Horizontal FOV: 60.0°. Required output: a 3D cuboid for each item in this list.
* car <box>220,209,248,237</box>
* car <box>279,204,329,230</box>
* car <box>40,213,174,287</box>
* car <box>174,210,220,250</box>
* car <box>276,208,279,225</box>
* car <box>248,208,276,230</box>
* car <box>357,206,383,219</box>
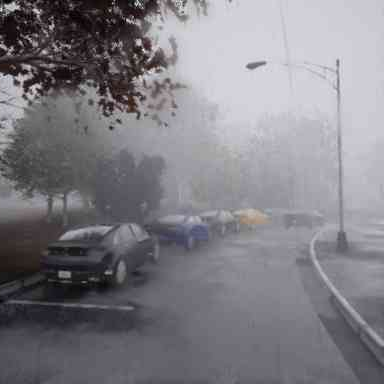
[{"bbox_3d":[1.556,1.845,20.607,2.231,1.521,4.892,-1,-2,24],"label":"car"},{"bbox_3d":[8.412,1.922,24.669,1.882,1.535,5.008,-3,-3,34],"label":"car"},{"bbox_3d":[-2.338,1.579,9.751,2.231,1.521,4.892,0,0,12],"label":"car"},{"bbox_3d":[-0.478,1.695,15.307,2.097,1.535,5.008,-1,-3,18],"label":"car"},{"bbox_3d":[7.770,2.174,30.058,2.231,1.521,4.892,-3,-4,41],"label":"car"},{"bbox_3d":[4.340,2.022,25.458,2.097,1.535,5.008,-2,-2,33],"label":"car"},{"bbox_3d":[21.205,2.283,37.024,5.357,1.411,2.033,1,-3,-34],"label":"car"}]
